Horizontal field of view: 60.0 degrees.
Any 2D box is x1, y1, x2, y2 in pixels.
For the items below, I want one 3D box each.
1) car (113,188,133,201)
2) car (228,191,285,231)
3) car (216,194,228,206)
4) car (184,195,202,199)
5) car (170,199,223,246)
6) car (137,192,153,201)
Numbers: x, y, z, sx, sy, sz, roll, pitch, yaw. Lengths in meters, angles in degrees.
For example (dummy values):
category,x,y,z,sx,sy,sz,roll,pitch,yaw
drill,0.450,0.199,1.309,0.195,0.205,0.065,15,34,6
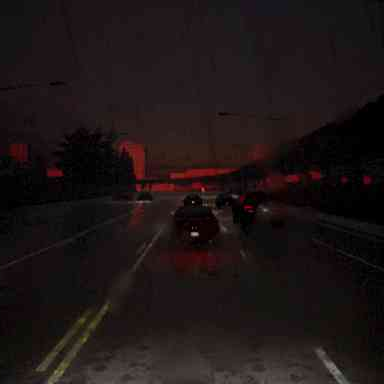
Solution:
category,x,y,z,sx,sy,sz,roll,pitch,yaw
car,-10.572,0.339,51.229,2.150,2.045,5.566,0,1,0
car,3.602,0.959,18.845,2.150,2.045,5.566,0,1,0
car,3.604,0.926,36.367,1.812,1.442,4.674,0,1,0
car,0.105,0.972,35.954,1.994,1.385,4.181,0,1,0
car,0.099,1.300,14.292,1.882,1.535,5.008,0,1,0
car,-7.073,0.690,50.674,1.994,1.385,4.181,0,1,0
